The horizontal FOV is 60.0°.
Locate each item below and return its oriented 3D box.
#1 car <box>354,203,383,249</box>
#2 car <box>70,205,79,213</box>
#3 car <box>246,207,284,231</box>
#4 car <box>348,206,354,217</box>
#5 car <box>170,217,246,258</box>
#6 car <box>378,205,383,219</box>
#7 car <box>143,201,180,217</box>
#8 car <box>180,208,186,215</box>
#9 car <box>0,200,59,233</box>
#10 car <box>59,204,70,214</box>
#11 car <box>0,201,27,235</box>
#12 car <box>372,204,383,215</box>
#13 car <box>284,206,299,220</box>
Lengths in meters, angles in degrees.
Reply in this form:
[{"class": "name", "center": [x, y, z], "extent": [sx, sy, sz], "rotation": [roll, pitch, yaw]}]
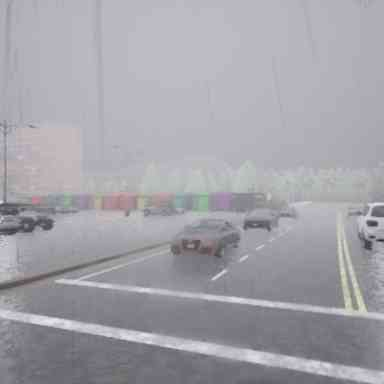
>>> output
[{"class": "car", "center": [9.286, 1.524, 15.954], "extent": [2.150, 2.045, 5.566], "rotation": [-1, -1, 23]}, {"class": "car", "center": [-18.954, 2.496, 49.805], "extent": [3.905, 1.438, 1.784], "rotation": [-1, -1, 22]}, {"class": "car", "center": [5.256, 1.981, 24.738], "extent": [1.882, 1.535, 5.008], "rotation": [-1, -1, 24]}, {"class": "car", "center": [20.192, 2.382, 40.893], "extent": [1.895, 1.301, 4.718], "rotation": [-1, -1, 24]}, {"class": "car", "center": [0.728, 1.867, 14.287], "extent": [1.994, 1.385, 4.181], "rotation": [-1, -1, 23]}, {"class": "car", "center": [22.765, 2.258, 38.079], "extent": [2.033, 1.411, 5.357], "rotation": [-1, -1, 24]}, {"class": "car", "center": [-3.891, 2.030, 40.535], "extent": [3.866, 1.878, 1.905], "rotation": [-1, -1, 22]}, {"class": "car", "center": [-2.783, 2.321, 43.204], "extent": [3.806, 1.475, 1.970], "rotation": [-1, -1, 22]}, {"class": "car", "center": [-11.295, 1.679, 22.365], "extent": [3.866, 1.878, 1.905], "rotation": [-1, -1, 22]}, {"class": "car", "center": [-20.112, 2.234, 47.154], "extent": [4.605, 1.855, 1.932], "rotation": [-1, -1, 22]}, {"class": "car", "center": [-12.443, 1.625, 19.708], "extent": [4.605, 1.855, 1.932], "rotation": [-1, -1, 22]}, {"class": "car", "center": [26.658, 2.409, 47.071], "extent": [1.812, 1.442, 4.674], "rotation": [-1, -1, 24]}, {"class": "car", "center": [10.723, 2.304, 37.108], "extent": [1.994, 1.385, 4.181], "rotation": [-1, -1, 24]}]
